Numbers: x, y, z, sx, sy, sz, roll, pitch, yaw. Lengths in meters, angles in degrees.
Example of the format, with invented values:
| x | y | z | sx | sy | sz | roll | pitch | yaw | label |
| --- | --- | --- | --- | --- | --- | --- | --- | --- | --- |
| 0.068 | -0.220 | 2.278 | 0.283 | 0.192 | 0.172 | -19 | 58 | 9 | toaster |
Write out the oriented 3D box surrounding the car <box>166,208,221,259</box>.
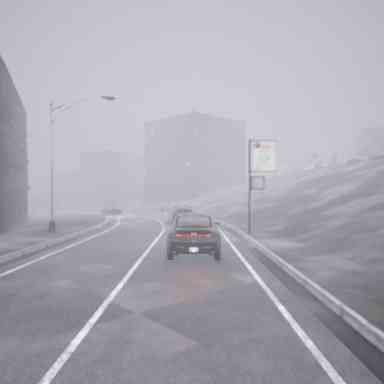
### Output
| x | y | z | sx | sy | sz | roll | pitch | yaw | label |
| --- | --- | --- | --- | --- | --- | --- | --- | --- | --- |
| 0.064 | 1.580 | 12.872 | 1.837 | 1.490 | 4.892 | 0 | 0 | 0 | car |

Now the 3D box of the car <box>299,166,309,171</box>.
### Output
| x | y | z | sx | sy | sz | roll | pitch | yaw | label |
| --- | --- | --- | --- | --- | --- | --- | --- | --- | --- |
| 21.374 | -4.017 | 59.670 | 2.002 | 1.452 | 4.674 | 0 | 1 | -1 | car |

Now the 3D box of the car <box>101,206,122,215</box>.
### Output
| x | y | z | sx | sy | sz | roll | pitch | yaw | label |
| --- | --- | --- | --- | --- | --- | --- | --- | --- | --- |
| -11.336 | 2.567 | 46.711 | 1.895 | 1.301 | 4.718 | 0 | -2 | -30 | car |

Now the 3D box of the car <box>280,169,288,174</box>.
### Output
| x | y | z | sx | sy | sz | roll | pitch | yaw | label |
| --- | --- | --- | --- | --- | --- | --- | --- | --- | --- |
| 21.130 | -4.275 | 70.862 | 2.185 | 1.767 | 4.553 | 0 | 0 | -1 | car |

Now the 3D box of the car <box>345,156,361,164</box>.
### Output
| x | y | z | sx | sy | sz | roll | pitch | yaw | label |
| --- | --- | --- | --- | --- | --- | --- | --- | --- | --- |
| 21.731 | -3.910 | 43.239 | 2.231 | 1.521 | 4.892 | 0 | 1 | -1 | car |

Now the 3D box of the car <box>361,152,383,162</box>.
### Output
| x | y | z | sx | sy | sz | roll | pitch | yaw | label |
| --- | --- | --- | --- | --- | --- | --- | --- | --- | --- |
| 21.860 | -3.849 | 37.721 | 2.231 | 1.521 | 4.892 | 0 | 1 | -1 | car |

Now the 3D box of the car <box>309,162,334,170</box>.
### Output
| x | y | z | sx | sy | sz | roll | pitch | yaw | label |
| --- | --- | --- | --- | --- | --- | --- | --- | --- | --- |
| 21.493 | -4.135 | 54.176 | 2.185 | 1.767 | 4.553 | 0 | 0 | -1 | car |

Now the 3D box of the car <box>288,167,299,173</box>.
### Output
| x | y | z | sx | sy | sz | roll | pitch | yaw | label |
| --- | --- | --- | --- | --- | --- | --- | --- | --- | --- |
| 21.250 | -4.231 | 65.343 | 2.185 | 1.767 | 4.553 | 0 | 0 | -1 | car |

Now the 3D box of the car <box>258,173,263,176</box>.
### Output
| x | y | z | sx | sy | sz | roll | pitch | yaw | label |
| --- | --- | --- | --- | --- | --- | --- | --- | --- | --- |
| 20.651 | -4.242 | 92.915 | 2.002 | 1.452 | 4.674 | 0 | 0 | -1 | car |

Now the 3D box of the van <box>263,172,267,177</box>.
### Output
| x | y | z | sx | sy | sz | roll | pitch | yaw | label |
| --- | --- | --- | --- | --- | --- | --- | --- | --- | --- |
| 20.773 | -4.482 | 87.272 | 1.878 | 1.987 | 4.442 | 0 | 0 | -1 | van |

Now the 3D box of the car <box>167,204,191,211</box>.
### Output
| x | y | z | sx | sy | sz | roll | pitch | yaw | label |
| --- | --- | --- | --- | --- | --- | --- | --- | --- | --- |
| -0.957 | 1.813 | 28.087 | 1.837 | 1.490 | 4.892 | 0 | -1 | -9 | car |

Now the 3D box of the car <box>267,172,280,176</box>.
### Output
| x | y | z | sx | sy | sz | roll | pitch | yaw | label |
| --- | --- | --- | --- | --- | --- | --- | --- | --- | --- |
| 20.890 | -4.225 | 81.877 | 2.231 | 1.521 | 4.892 | 0 | 0 | -1 | car |
